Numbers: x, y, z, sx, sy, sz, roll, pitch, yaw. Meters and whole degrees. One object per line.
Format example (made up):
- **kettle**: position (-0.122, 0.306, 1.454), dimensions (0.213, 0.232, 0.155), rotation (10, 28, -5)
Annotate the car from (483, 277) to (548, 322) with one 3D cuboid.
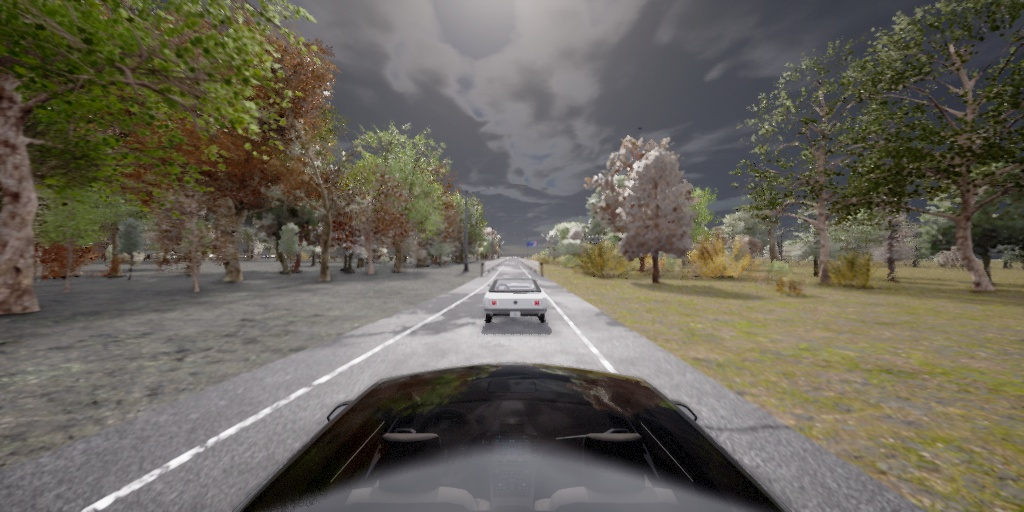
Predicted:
- **car**: position (0.099, 1.363, 12.389), dimensions (1.895, 1.301, 4.718), rotation (0, 0, 0)
